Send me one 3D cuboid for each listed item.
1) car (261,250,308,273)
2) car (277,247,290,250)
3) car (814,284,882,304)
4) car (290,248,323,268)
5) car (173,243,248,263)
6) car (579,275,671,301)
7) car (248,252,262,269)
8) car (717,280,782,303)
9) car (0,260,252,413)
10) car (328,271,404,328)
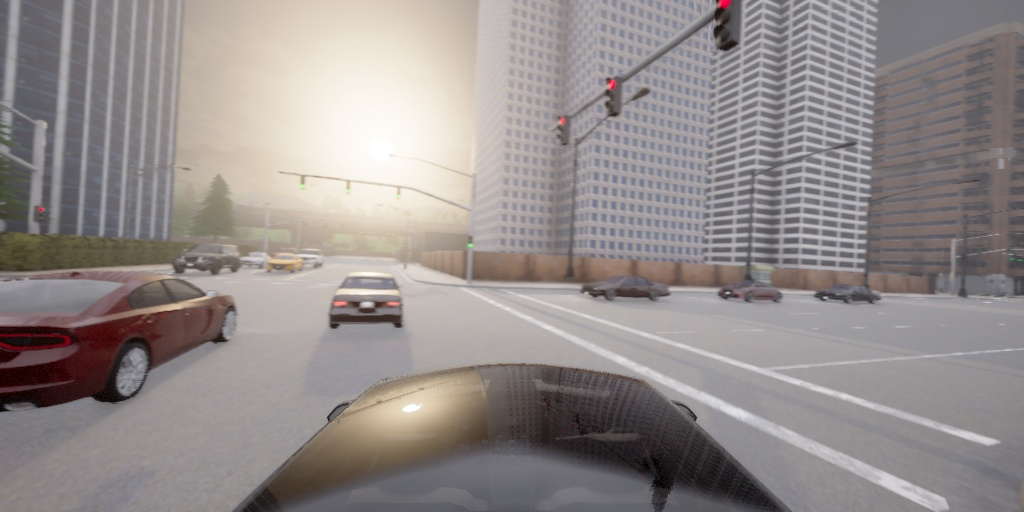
[{"bbox_3d":[-18.878,0.553,30.043,1.882,1.535,5.008,3,-1,-20],"label":"car"},{"bbox_3d":[-27.425,-0.001,43.611,2.150,2.045,5.566,3,-1,-20],"label":"car"},{"bbox_3d":[26.171,2.896,27.890,5.357,1.411,2.033,3,-1,-19],"label":"car"},{"bbox_3d":[-22.195,0.222,39.306,2.150,2.045,5.566,3,-1,-20],"label":"car"},{"bbox_3d":[-20.584,0.154,24.520,2.150,2.045,5.566,3,-1,-20],"label":"car"},{"bbox_3d":[6.684,1.834,21.017,5.357,1.411,2.033,3,-1,-20],"label":"car"},{"bbox_3d":[-23.839,0.384,33.489,1.812,1.442,4.674,3,-1,-20],"label":"car"},{"bbox_3d":[16.151,2.366,24.366,4.181,1.385,1.994,3,-1,-19],"label":"car"},{"bbox_3d":[-6.049,0.957,5.483,1.882,1.535,5.008,3,-1,-20],"label":"car"},{"bbox_3d":[-4.261,1.172,10.799,2.033,1.411,5.357,3,-1,-20],"label":"car"}]
